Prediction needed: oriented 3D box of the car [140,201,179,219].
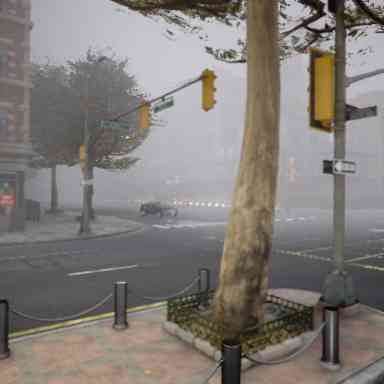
[{"bbox_3d":[-3.091,1.596,30.766,2.128,1.511,4.902,1,0,-36],"label":"car"}]
